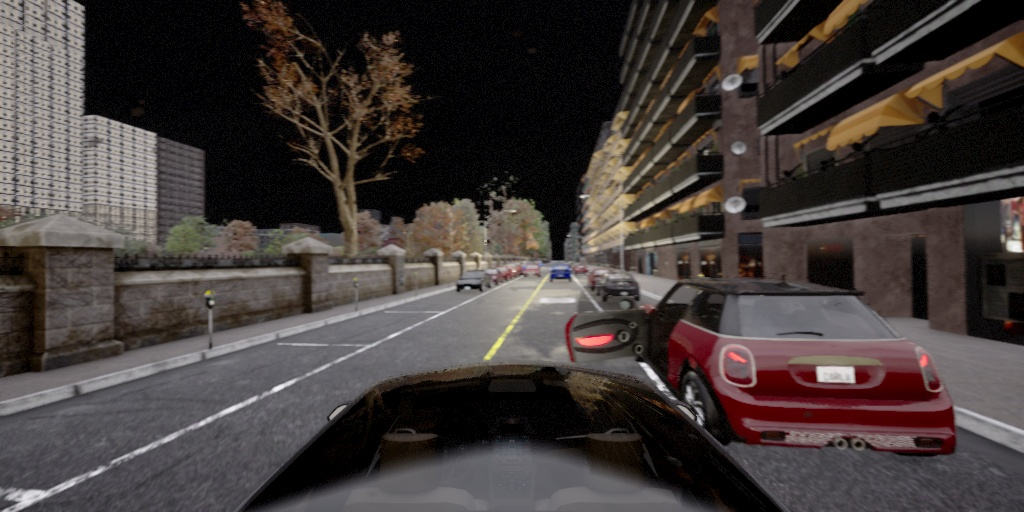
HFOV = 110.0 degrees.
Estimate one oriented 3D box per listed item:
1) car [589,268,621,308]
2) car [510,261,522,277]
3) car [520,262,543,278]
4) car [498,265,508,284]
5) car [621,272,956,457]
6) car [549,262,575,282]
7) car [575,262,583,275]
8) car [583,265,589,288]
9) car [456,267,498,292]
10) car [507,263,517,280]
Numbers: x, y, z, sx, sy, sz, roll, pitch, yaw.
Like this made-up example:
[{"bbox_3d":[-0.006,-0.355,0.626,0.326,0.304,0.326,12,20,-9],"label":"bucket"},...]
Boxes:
[{"bbox_3d":[5.105,1.408,17.604,2.007,1.370,4.403,0,0,8],"label":"car"},{"bbox_3d":[-0.244,1.680,41.024,1.967,1.591,4.097,0,0,8],"label":"car"},{"bbox_3d":[2.317,1.713,40.232,1.812,1.442,4.674,-1,-1,8],"label":"car"},{"bbox_3d":[-1.723,1.703,29.867,1.802,1.307,4.207,0,0,8],"label":"car"},{"bbox_3d":[3.153,1.093,5.291,2.097,1.767,4.553,-1,-1,8],"label":"car"},{"bbox_3d":[4.456,1.532,32.787,1.882,1.535,5.008,-1,-1,8],"label":"car"},{"bbox_3d":[8.802,1.734,45.506,1.802,1.307,4.207,0,0,8],"label":"car"},{"bbox_3d":[5.845,1.458,23.185,1.888,1.381,4.507,0,0,8],"label":"car"},{"bbox_3d":[-2.462,1.631,24.285,1.948,1.339,4.313,0,0,8],"label":"car"},{"bbox_3d":[-0.983,1.723,35.445,1.888,1.381,4.507,0,0,8],"label":"car"}]
